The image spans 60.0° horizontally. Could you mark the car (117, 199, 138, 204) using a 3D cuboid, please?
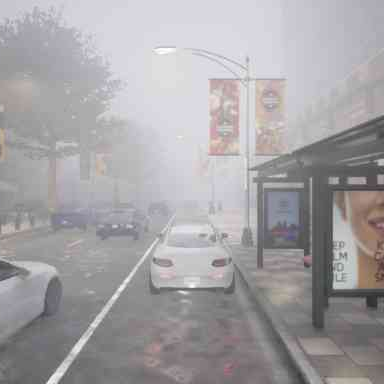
[{"bbox_3d":[-6.842,1.477,35.386,1.882,1.535,5.008,0,0,1],"label":"car"}]

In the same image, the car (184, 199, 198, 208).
[{"bbox_3d":[-0.146,1.595,47.903,1.895,1.301,4.718,0,0,0],"label":"car"}]

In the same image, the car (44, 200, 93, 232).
[{"bbox_3d":[-6.842,1.477,20.388,1.882,1.535,5.008,0,0,1],"label":"car"}]

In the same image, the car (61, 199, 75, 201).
[{"bbox_3d":[-14.922,1.548,40.143,2.033,1.411,5.357,0,0,0],"label":"car"}]

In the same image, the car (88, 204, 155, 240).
[{"bbox_3d":[-3.373,1.548,17.066,2.033,1.411,5.357,0,0,0],"label":"car"}]

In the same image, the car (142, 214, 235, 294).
[{"bbox_3d":[0.003,1.525,8.650,1.812,1.442,4.674,0,0,0],"label":"car"}]

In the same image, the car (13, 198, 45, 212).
[{"bbox_3d":[-18.442,1.506,37.997,1.837,1.490,4.892,0,0,0],"label":"car"}]

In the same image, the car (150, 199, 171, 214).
[{"bbox_3d":[-3.353,1.506,34.236,1.837,1.490,4.892,0,0,1],"label":"car"}]

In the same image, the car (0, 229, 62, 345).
[{"bbox_3d":[-3.397,1.526,4.462,1.812,1.442,4.674,0,0,0],"label":"car"}]
